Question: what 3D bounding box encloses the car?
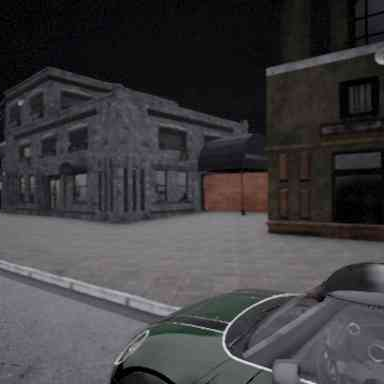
[{"bbox_3d":[1.462,1.357,2.410,4.553,1.767,2.097,0,0,36],"label":"car"}]
